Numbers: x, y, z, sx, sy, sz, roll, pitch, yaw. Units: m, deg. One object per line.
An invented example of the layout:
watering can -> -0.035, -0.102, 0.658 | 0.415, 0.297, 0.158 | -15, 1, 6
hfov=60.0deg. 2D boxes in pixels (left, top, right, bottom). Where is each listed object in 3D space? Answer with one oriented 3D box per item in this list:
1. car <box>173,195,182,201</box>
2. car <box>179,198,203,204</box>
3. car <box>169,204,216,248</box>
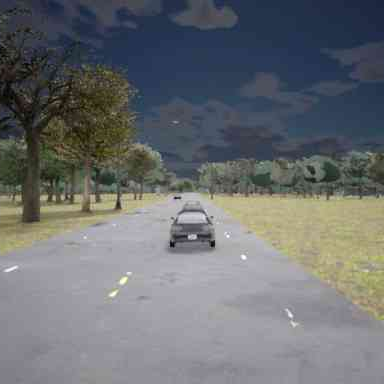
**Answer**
car -> -3.292, 1.301, 75.906 | 1.895, 1.301, 4.718 | 0, 0, 0
car -> 0.077, 1.480, 29.604 | 1.994, 1.385, 4.181 | 0, 0, 0
car -> 0.015, 1.491, 14.604 | 1.812, 1.442, 4.674 | -1, 0, 0
